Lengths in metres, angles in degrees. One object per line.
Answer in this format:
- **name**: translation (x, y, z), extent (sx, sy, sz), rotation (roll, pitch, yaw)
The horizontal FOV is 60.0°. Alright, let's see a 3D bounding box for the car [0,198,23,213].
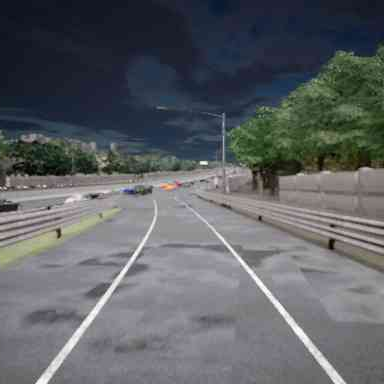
- **car**: translation (-19.025, 1.398, 33.131), extent (1.837, 1.490, 4.892), rotation (1, 3, 12)

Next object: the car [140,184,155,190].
- **car**: translation (-11.301, -1.290, 84.597), extent (2.128, 1.511, 4.902), rotation (1, 3, 12)

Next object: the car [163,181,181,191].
- **car**: translation (-4.813, -1.292, 81.514), extent (2.097, 1.767, 4.553), rotation (1, 3, 12)

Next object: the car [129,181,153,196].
- **car**: translation (-9.122, -0.390, 62.096), extent (2.150, 2.045, 5.566), rotation (1, 3, 12)

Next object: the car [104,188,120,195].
- **car**: translation (-15.802, -0.131, 64.335), extent (1.895, 1.301, 4.718), rotation (1, 3, 12)

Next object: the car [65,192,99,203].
- **car**: translation (-13.742, 1.036, 41.008), extent (1.812, 1.442, 4.674), rotation (1, 3, 12)

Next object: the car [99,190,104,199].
- **car**: translation (-15.463, 0.657, 49.567), extent (1.895, 1.301, 4.718), rotation (1, 3, 12)

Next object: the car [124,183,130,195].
- **car**: translation (-11.863, -0.337, 65.922), extent (1.882, 1.535, 5.008), rotation (1, 3, 12)
